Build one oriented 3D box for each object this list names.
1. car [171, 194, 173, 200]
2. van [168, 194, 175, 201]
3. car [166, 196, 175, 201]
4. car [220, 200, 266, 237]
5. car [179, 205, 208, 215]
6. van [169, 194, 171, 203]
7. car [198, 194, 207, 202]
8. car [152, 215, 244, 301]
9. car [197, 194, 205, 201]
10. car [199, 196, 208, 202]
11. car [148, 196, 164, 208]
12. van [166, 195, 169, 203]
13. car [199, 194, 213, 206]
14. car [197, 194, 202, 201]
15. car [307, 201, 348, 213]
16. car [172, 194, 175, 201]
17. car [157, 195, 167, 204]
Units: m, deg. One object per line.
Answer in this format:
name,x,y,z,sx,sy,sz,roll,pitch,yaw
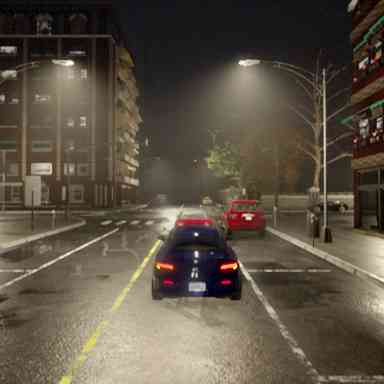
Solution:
car,-5.744,1.684,72.824,1.802,1.307,4.206,1,0,0
van,-5.760,1.485,94.978,1.690,1.788,3.998,1,0,0
car,-5.759,1.684,89.439,2.008,1.369,4.403,1,0,0
car,2.691,1.335,18.179,2.192,1.841,5.009,1,0,0
car,0.084,1.621,17.990,1.895,1.301,4.718,0,0,0
van,-5.734,1.434,67.285,1.690,1.788,3.998,1,0,0
car,2.630,1.438,83.900,2.192,1.841,5.009,1,0,0
car,0.094,1.535,8.246,1.812,1.442,4.674,0,0,0
car,2.620,1.459,94.975,2.192,1.841,5.009,1,0,0
car,2.631,1.678,78.362,1.947,1.339,4.313,1,0,0
car,-5.723,1.648,50.670,1.802,1.307,4.206,1,0,0
van,-5.729,1.424,61.746,1.690,1.788,3.998,1,0,0
car,2.652,1.600,56.379,1.752,1.417,4.829,1,0,0
car,2.637,1.653,72.823,2.008,1.369,4.403,1,0,0
car,15.179,1.634,37.223,4.313,1.339,1.947,0,-1,0
car,-5.748,1.663,78.362,2.008,1.369,4.403,1,0,0
car,-5.729,1.657,56.207,1.802,1.307,4.206,1,0,0
